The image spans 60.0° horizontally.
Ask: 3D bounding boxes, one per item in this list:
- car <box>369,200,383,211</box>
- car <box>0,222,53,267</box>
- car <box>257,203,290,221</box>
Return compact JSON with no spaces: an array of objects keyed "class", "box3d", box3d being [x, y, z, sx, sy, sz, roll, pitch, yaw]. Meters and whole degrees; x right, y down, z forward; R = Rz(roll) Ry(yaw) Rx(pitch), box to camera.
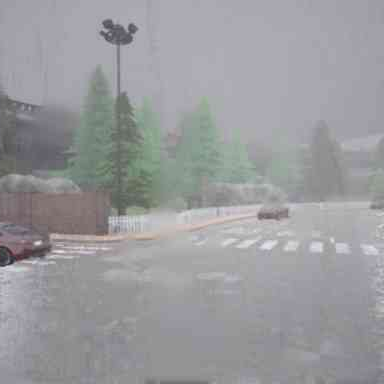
[{"class":"car","box3d":[26.552,1.765,45.532,4.892,1.490,1.837,-1,-3,-19]},{"class":"car","box3d":[-7.233,1.799,11.945,4.181,1.385,1.994,-2,0,14]},{"class":"car","box3d":[7.300,1.735,29.702,1.882,1.535,5.008,-2,-1,30]}]
